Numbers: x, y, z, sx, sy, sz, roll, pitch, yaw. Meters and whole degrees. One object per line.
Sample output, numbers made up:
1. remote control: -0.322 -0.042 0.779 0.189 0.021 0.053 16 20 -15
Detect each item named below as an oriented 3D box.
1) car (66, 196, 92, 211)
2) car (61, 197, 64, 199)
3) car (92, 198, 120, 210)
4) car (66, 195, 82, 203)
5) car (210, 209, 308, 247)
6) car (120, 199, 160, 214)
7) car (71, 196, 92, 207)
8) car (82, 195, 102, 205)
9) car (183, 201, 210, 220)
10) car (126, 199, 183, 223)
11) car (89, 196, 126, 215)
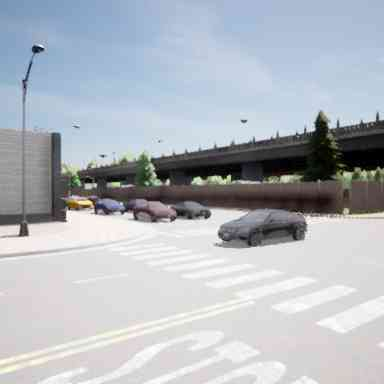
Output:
1. car: -13.523 1.395 40.109 1.882 1.535 5.008 0 0 -35
2. car: -19.692 1.464 48.801 2.033 1.411 5.357 0 0 -35
3. car: -11.173 1.510 42.855 1.895 1.301 4.718 0 0 -35
4. car: -23.453 1.425 66.169 1.812 1.442 4.674 0 0 -36
5. car: 3.299 1.490 14.951 4.674 1.442 1.812 0 0 -35
6. car: -5.601 1.457 35.048 2.033 1.411 5.357 0 0 -35
7. car: -17.137 1.435 51.295 1.812 1.442 4.674 0 0 -35
8. car: -17.523 1.378 58.052 1.882 1.535 5.008 0 0 -36
9. car: -0.233 1.473 27.533 1.994 1.385 4.181 0 0 -36
10. car: -2.962 1.443 25.332 1.812 1.442 4.674 0 0 -36
11. car: -8.177 1.443 32.638 1.812 1.442 4.674 0 0 -36
